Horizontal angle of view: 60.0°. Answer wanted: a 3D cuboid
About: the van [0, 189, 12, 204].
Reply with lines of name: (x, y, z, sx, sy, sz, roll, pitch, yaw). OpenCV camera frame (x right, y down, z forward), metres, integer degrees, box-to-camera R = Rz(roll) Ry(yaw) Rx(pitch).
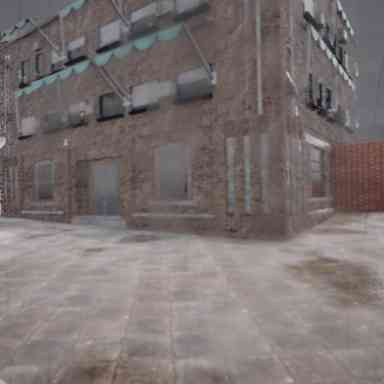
van: (-29.259, 0.689, 49.602, 4.442, 1.987, 1.878, -1, 2, 24)

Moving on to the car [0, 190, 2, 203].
car: (-20.228, 0.638, 39.836, 5.566, 2.045, 2.435, -1, 2, 24)
